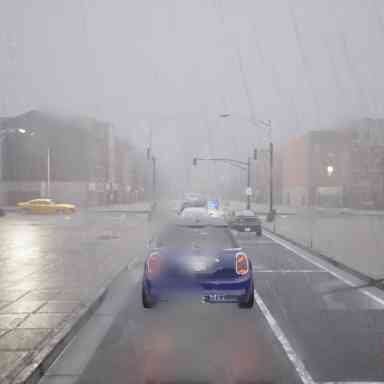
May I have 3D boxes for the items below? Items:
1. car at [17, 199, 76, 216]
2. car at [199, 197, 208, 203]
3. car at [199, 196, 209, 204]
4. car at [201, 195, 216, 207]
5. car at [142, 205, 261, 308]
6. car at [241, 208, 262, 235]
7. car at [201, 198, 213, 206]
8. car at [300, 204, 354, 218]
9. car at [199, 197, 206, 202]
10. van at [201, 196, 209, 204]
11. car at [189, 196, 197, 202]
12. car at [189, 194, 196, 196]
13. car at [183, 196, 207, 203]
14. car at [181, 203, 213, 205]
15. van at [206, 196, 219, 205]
[{"bbox_3d":[-13.173,1.390,30.210,5.008,1.535,1.882,1,1,0],"label":"car"},{"bbox_3d":[2.780,1.982,82.117,1.887,1.381,4.507,-1,-1,0],"label":"car"},{"bbox_3d":[2.767,1.824,76.828,1.967,1.590,4.097,-1,-1,0],"label":"car"},{"bbox_3d":[2.725,1.516,55.669,2.192,1.841,5.009,-1,0,0],"label":"car"},{"bbox_3d":[0.114,1.355,8.058,2.097,1.767,4.553,0,0,0],"label":"car"},{"bbox_3d":[2.661,1.572,18.128,2.008,1.369,4.403,-1,0,0],"label":"car"},{"bbox_3d":[2.740,1.793,60.956,2.008,1.369,4.403,-1,-1,0],"label":"car"},{"bbox_3d":[13.312,1.826,33.081,4.718,1.301,1.895,1,1,1],"label":"car"},{"bbox_3d":[2.800,2.138,92.696,1.802,1.307,4.206,-2,-1,0],"label":"car"},{"bbox_3d":[2.756,1.674,71.539,1.690,1.788,3.998,-1,-1,0],"label":"van"},{"bbox_3d":[0.167,1.845,85.454,2.033,1.411,5.357,0,-1,0],"label":"car"},{"bbox_3d":[0.147,1.583,75.065,2.150,2.045,5.566,0,-1,0],"label":"car"},{"bbox_3d":[0.023,1.571,37.407,2.128,1.511,4.902,0,-1,11],"label":"car"},{"bbox_3d":[0.164,1.546,17.878,1.812,1.442,4.674,0,0,1],"label":"car"},{"bbox_3d":[2.706,1.474,45.087,1.690,1.788,3.998,-1,0,0],"label":"van"}]
